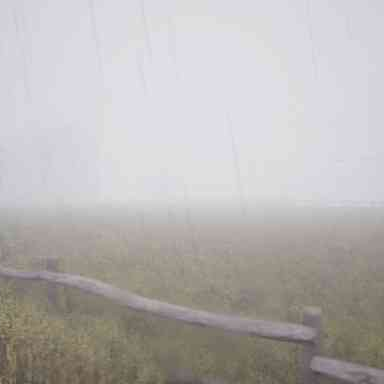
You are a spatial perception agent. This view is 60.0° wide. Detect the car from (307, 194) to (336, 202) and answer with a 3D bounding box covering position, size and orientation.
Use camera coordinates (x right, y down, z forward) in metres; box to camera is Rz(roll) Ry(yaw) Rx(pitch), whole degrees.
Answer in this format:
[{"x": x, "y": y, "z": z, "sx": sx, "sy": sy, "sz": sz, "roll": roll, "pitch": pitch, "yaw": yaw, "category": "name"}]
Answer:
[{"x": 29.157, "y": 1.318, "z": 74.824, "sx": 4.611, "sy": 1.667, "sz": 2.242, "roll": 0, "pitch": 0, "yaw": 34, "category": "car"}]
